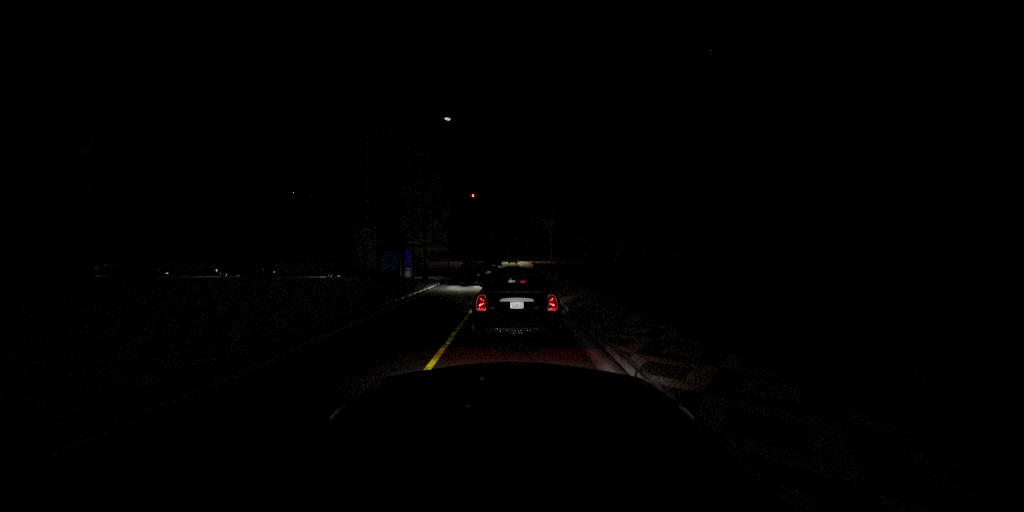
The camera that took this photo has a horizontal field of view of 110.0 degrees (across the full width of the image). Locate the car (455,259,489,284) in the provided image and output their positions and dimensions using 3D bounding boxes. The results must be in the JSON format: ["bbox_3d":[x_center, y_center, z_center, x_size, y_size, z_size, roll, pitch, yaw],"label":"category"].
[{"bbox_3d":[-3.030,1.210,26.706,1.882,1.535,5.008,0,0,0],"label":"car"}]

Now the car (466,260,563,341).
[{"bbox_3d":[0.114,1.099,9.972,2.097,1.767,4.553,0,0,0],"label":"car"}]

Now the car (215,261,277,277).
[{"bbox_3d":[-23.825,1.166,32.278,4.902,1.511,2.128,0,1,2],"label":"car"}]

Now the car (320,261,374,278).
[{"bbox_3d":[-14.453,1.192,32.014,4.902,1.511,2.128,0,1,2],"label":"car"}]

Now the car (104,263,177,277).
[{"bbox_3d":[-33.455,1.249,32.556,4.718,1.301,1.895,0,0,2],"label":"car"}]

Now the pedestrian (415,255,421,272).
[{"bbox_3d":[-9.980,0.800,38.122,0.375,1.860,0.375,0,0,2],"label":"pedestrian"}]

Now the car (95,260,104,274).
[{"bbox_3d":[-43.606,1.079,36.036,4.902,1.511,2.128,0,0,2],"label":"car"}]
